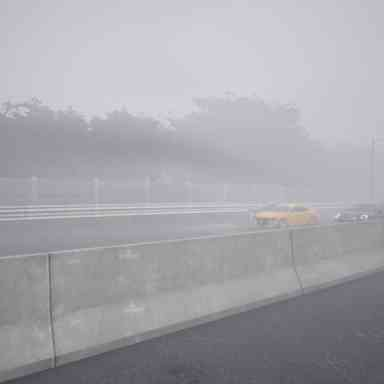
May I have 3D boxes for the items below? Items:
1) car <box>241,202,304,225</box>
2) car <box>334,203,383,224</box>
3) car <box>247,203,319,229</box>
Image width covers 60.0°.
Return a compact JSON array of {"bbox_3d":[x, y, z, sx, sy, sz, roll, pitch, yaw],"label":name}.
[{"bbox_3d":[6.380,1.599,26.058,4.902,1.511,2.128,1,0,-37],"label":"car"},{"bbox_3d":[10.800,1.463,20.625,4.553,1.767,2.097,1,0,-37],"label":"car"},{"bbox_3d":[6.170,1.555,21.540,5.008,1.535,1.882,1,0,-37],"label":"car"}]
